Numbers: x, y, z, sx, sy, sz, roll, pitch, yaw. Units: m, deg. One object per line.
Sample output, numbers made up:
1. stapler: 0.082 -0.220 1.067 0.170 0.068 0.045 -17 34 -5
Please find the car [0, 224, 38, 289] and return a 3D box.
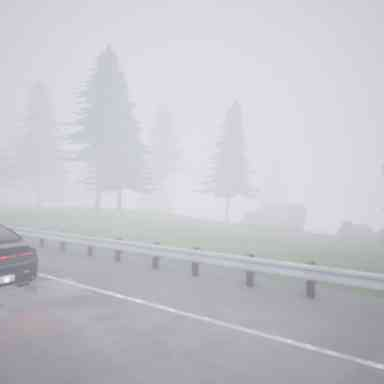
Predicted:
1. car: -5.637 1.468 8.013 4.892 1.490 1.837 0 0 35
